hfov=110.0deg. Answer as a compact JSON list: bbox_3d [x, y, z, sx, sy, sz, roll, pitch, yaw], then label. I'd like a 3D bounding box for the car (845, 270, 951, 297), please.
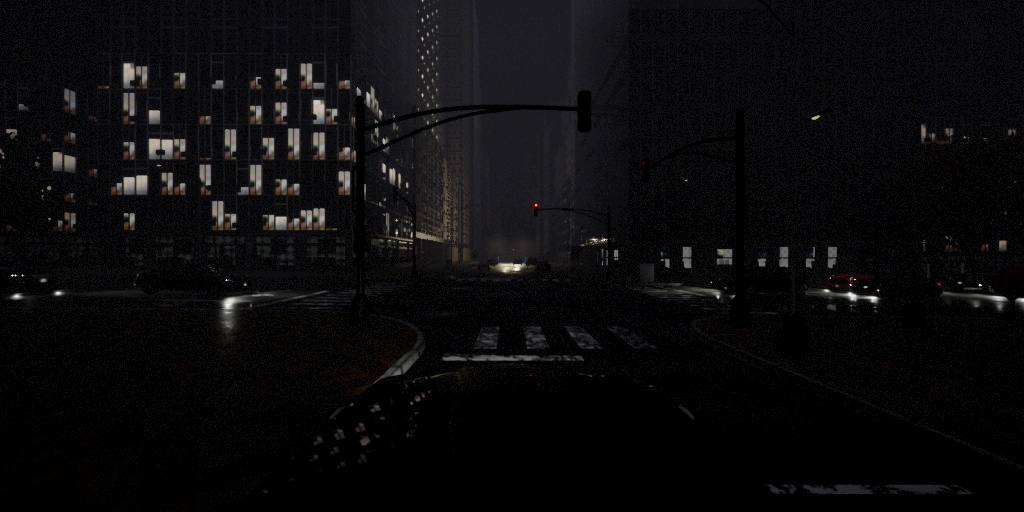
[{"bbox_3d":[23.737,1.765,22.147,4.181,1.385,1.994,1,0,-3],"label":"car"}]

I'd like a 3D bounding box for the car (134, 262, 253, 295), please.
[{"bbox_3d":[-14.942,1.026,16.919,4.674,1.442,1.812,1,0,-1],"label":"car"}]

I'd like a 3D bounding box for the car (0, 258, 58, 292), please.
[{"bbox_3d":[-24.157,0.823,16.496,4.902,1.511,2.128,1,0,-3],"label":"car"}]

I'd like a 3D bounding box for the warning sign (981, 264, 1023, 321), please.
[{"bbox_3d":[17.281,1.204,12.389,1.060,1.860,1.300,0,0,-3],"label":"warning sign"}]

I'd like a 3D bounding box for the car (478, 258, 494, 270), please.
[{"bbox_3d":[-4.000,1.343,51.695,1.802,1.307,4.207,0,0,0],"label":"car"}]

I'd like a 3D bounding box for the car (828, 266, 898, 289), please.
[{"bbox_3d":[25.241,1.579,25.465,4.553,1.767,2.097,1,0,-3],"label":"car"}]

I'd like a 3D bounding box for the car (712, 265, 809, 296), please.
[{"bbox_3d":[15.151,1.399,21.751,4.553,1.767,2.097,1,0,-3],"label":"car"}]

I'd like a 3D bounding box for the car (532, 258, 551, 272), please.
[{"bbox_3d":[3.950,1.329,46.198,1.948,1.339,4.313,0,0,0],"label":"car"}]

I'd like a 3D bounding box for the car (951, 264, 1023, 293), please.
[{"bbox_3d":[34.985,1.624,25.905,5.566,2.045,2.150,1,0,-2],"label":"car"}]

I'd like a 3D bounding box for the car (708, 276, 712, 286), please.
[{"bbox_3d":[16.199,1.591,25.052,4.674,1.442,1.812,1,0,-3],"label":"car"}]

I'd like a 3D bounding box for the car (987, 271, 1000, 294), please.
[{"bbox_3d":[34.036,1.934,22.614,5.357,1.411,2.033,1,0,-3],"label":"car"}]
